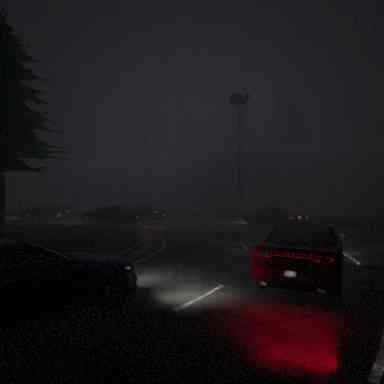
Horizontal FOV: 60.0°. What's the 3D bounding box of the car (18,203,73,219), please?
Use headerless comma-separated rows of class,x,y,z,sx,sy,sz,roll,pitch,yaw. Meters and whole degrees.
car,-14.311,1.837,32.640,4.892,1.490,1.837,0,-2,-9

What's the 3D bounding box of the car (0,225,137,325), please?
car,-3.271,1.594,6.098,4.674,1.442,1.812,0,0,-40

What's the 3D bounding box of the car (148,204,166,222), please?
car,-4.397,1.763,28.438,4.674,1.442,1.812,-1,-1,27

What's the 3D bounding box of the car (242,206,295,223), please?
car,5.720,1.682,23.343,2.033,1.411,5.357,0,-1,-26

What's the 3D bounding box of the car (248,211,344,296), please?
car,3.024,1.526,9.027,1.882,1.535,5.008,0,0,24

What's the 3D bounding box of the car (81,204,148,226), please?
car,-6.213,1.705,25.418,5.008,1.535,1.882,-1,-2,27
